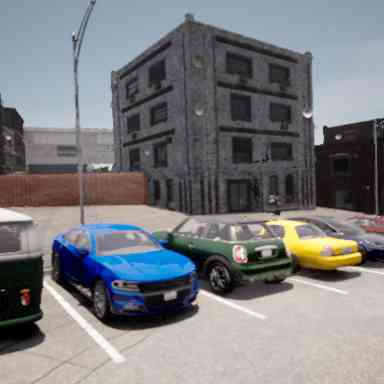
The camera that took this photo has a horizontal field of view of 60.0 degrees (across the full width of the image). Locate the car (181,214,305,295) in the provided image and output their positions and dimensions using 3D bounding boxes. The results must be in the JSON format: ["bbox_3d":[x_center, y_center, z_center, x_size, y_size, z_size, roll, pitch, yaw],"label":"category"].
[{"bbox_3d":[0.478,1.417,9.307,2.185,1.767,4.553,1,-1,-36],"label":"car"}]

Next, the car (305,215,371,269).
[{"bbox_3d":[2.726,1.587,11.177,1.946,1.575,5.366,1,-1,-35],"label":"car"}]

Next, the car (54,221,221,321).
[{"bbox_3d":[-1.815,1.502,7.716,2.097,1.535,5.008,1,0,-36],"label":"car"}]

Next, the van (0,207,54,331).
[{"bbox_3d":[-4.138,1.255,6.196,1.878,1.987,4.442,0,0,-36],"label":"van"}]

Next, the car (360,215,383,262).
[{"bbox_3d":[5.123,1.665,12.624,2.163,1.488,4.792,1,-1,-36],"label":"car"}]
